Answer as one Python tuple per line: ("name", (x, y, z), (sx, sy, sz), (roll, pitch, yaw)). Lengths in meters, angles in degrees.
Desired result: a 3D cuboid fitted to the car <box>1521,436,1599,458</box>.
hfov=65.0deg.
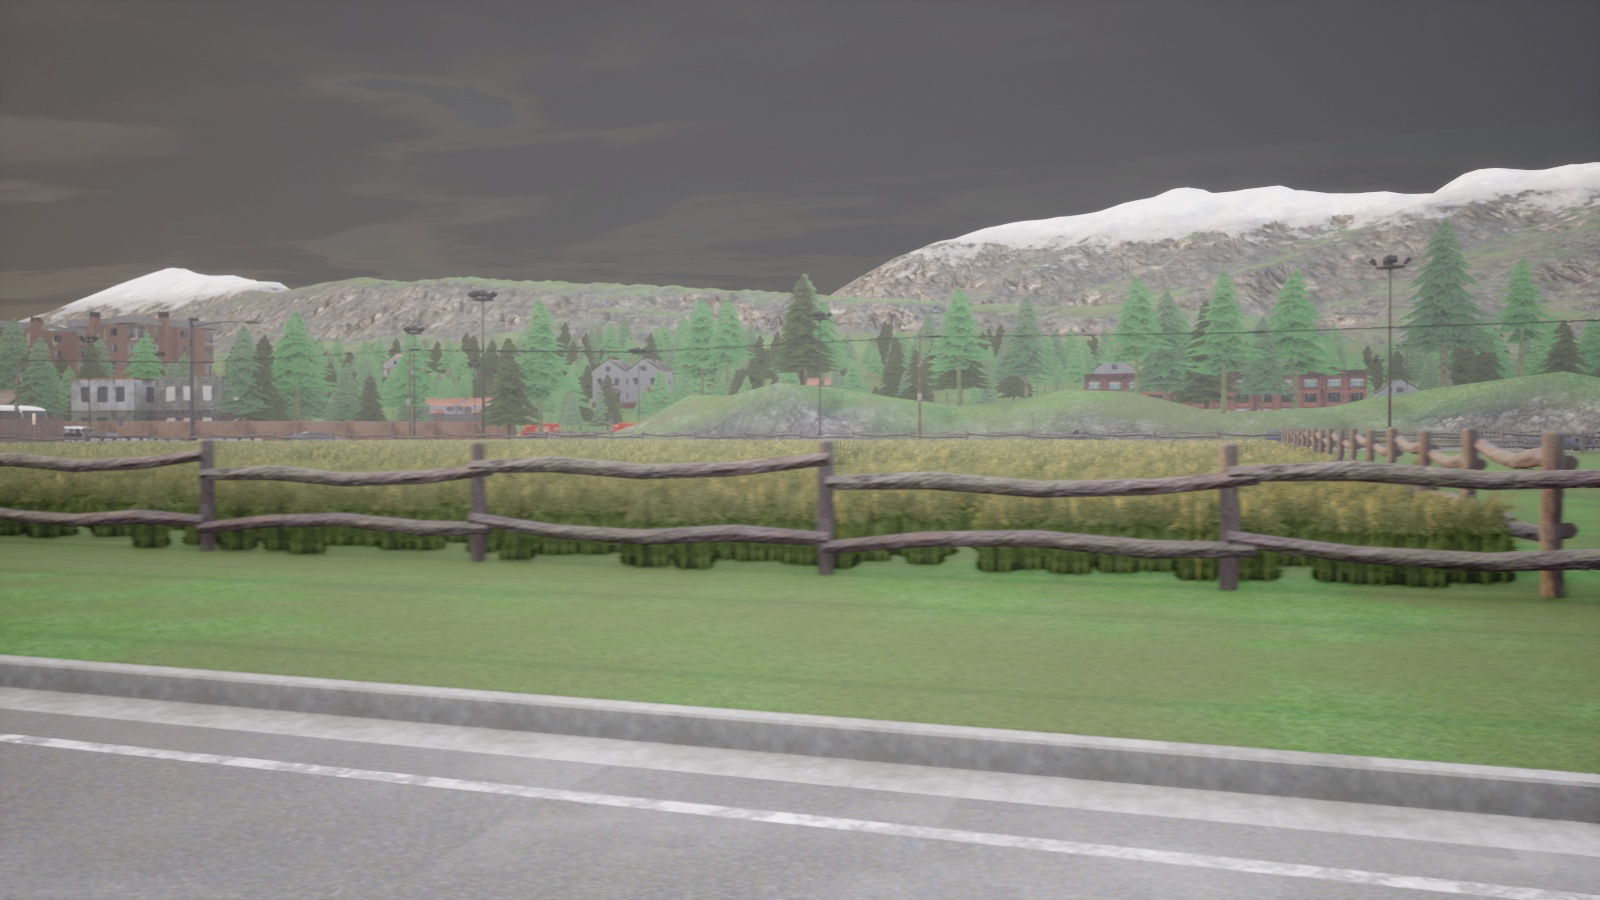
("car", (51.076, -0.220, 84.408), (4.181, 1.385, 1.994), (1, 1, 18))
